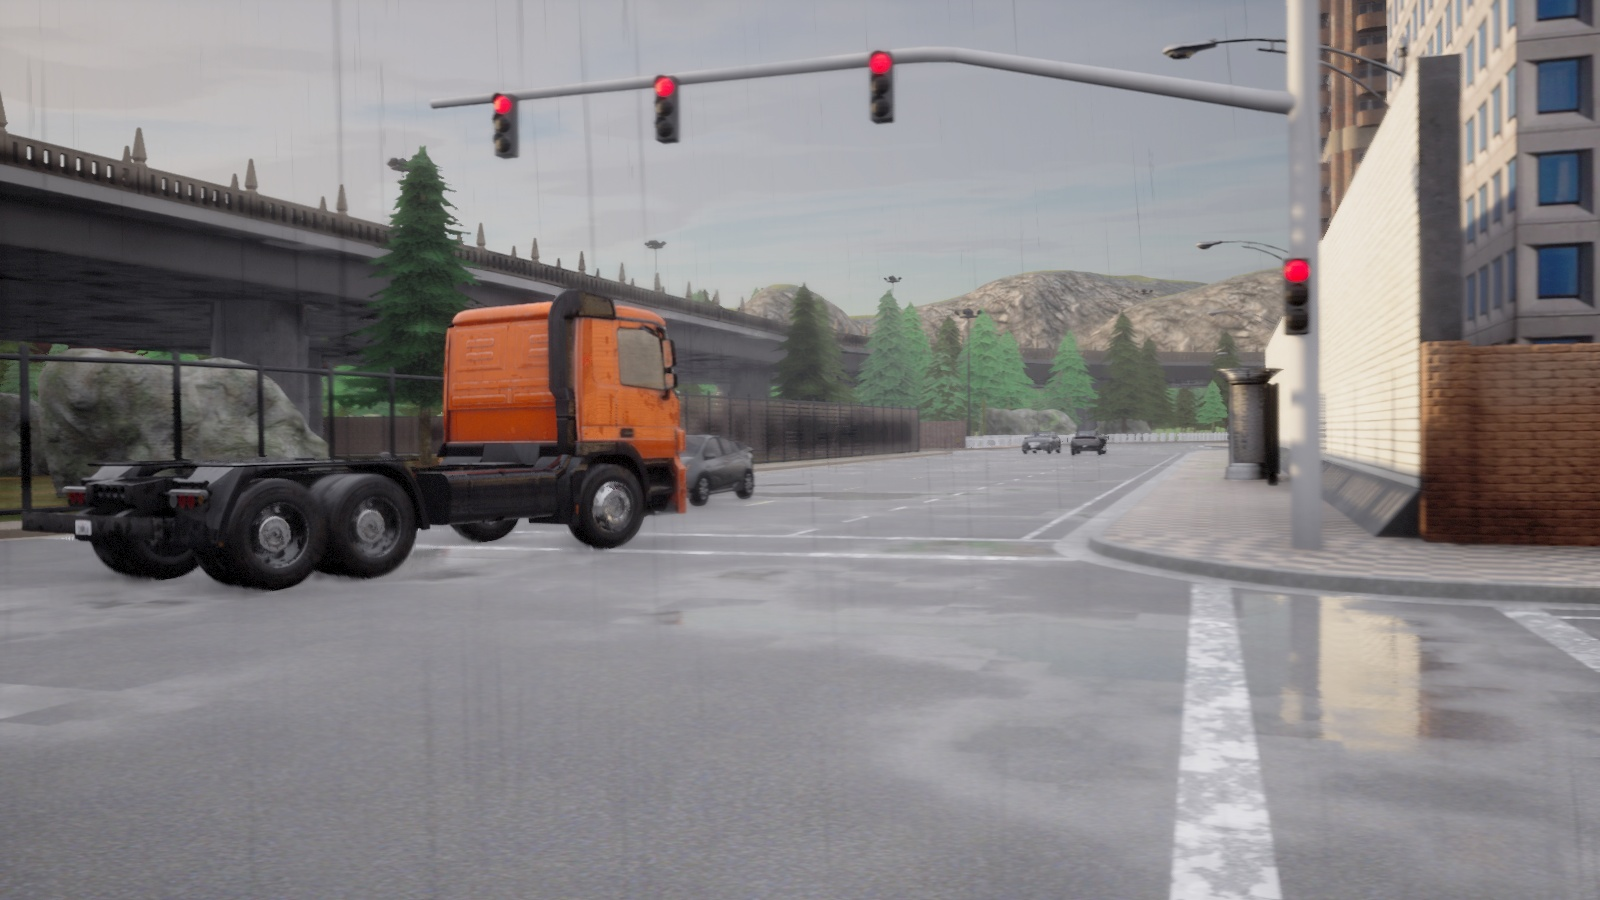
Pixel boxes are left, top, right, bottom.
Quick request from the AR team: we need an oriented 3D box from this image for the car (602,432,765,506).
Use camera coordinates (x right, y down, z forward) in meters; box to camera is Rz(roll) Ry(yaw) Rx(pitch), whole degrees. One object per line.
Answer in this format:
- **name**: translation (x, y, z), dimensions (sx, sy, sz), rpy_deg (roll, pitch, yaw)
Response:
- **car**: translation (-2.511, 0.364, 28.340), dimensions (2.007, 1.525, 4.514), rpy_deg (0, 1, 19)

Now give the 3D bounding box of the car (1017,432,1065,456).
- **car**: translation (15.823, -0.409, 82.341), dimensions (2.128, 1.511, 4.902), rpy_deg (0, 1, 23)

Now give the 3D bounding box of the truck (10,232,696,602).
- **truck**: translation (-4.956, -0.374, 15.829), dimensions (2.891, 3.462, 7.936), rpy_deg (0, 1, 34)

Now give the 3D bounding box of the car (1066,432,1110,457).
- **car**: translation (17.719, -0.350, 77.097), dimensions (2.128, 1.511, 4.902), rpy_deg (0, 1, 19)
